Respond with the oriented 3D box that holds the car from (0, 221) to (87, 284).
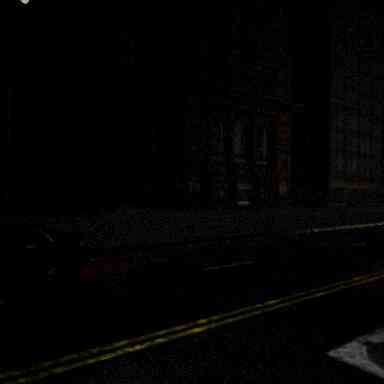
[{"bbox_3d":[-5.083,1.509,8.041,4.892,1.490,1.837,1,-1,-36],"label":"car"}]
